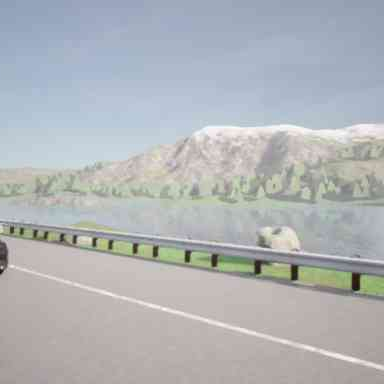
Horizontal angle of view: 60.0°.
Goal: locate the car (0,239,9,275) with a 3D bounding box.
[{"bbox_3d":[-6.930,1.550,9.304,4.892,1.490,1.837,0,0,38],"label":"car"}]
